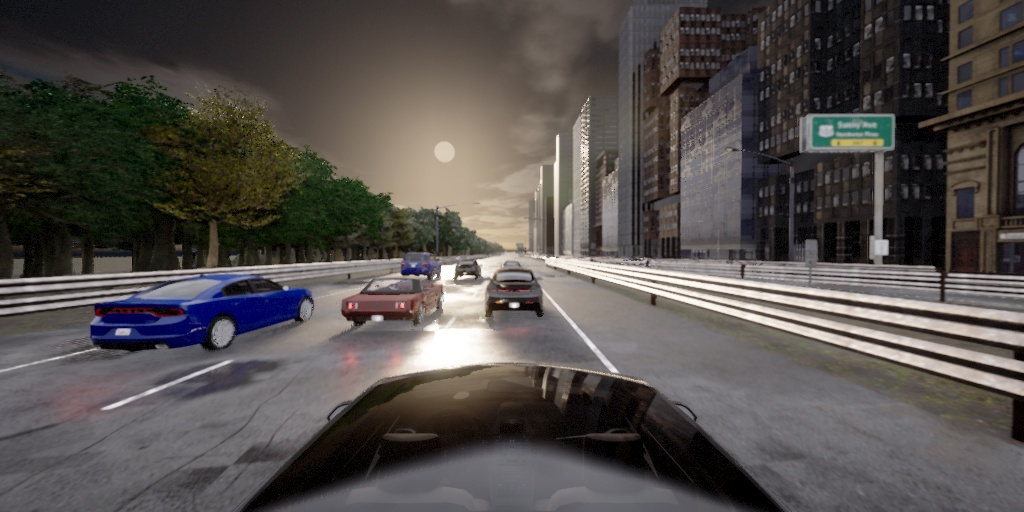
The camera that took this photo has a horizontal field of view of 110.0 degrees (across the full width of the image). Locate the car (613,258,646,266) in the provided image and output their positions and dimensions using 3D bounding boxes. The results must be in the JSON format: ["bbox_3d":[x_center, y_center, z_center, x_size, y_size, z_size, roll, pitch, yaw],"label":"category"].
[{"bbox_3d":[14.430,0.984,44.335,1.882,1.535,5.008,0,0,-18],"label":"car"}]

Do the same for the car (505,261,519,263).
[{"bbox_3d":[-0.004,1.097,29.767,1.994,1.385,4.181,0,0,0],"label":"car"}]

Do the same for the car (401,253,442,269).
[{"bbox_3d":[-6.995,0.776,28.089,2.150,2.045,5.566,0,0,0],"label":"car"}]

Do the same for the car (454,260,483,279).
[{"bbox_3d":[-3.498,1.049,28.997,1.837,1.490,4.892,0,0,0],"label":"car"}]

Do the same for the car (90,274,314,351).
[{"bbox_3d":[-6.922,1.180,8.847,1.882,1.535,5.008,0,0,0],"label":"car"}]

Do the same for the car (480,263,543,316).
[{"bbox_3d":[0.061,1.166,12.865,1.837,1.490,4.892,0,0,0],"label":"car"}]

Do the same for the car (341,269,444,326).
[{"bbox_3d":[-3.433,1.278,11.361,1.895,1.301,4.718,0,0,0],"label":"car"}]
